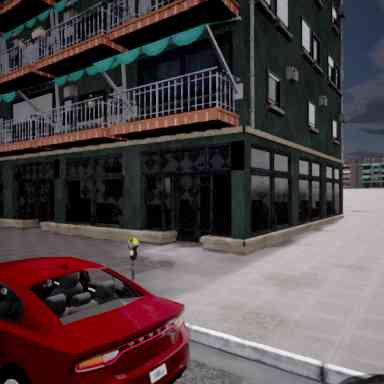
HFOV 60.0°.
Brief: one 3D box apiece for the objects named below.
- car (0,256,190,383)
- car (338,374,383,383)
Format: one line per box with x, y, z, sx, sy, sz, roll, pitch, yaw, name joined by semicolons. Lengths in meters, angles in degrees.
-2.128;1.546;4.383;4.507;1.381;1.887;0;0;35;car
2.469;1.566;1.122;4.313;1.339;1.947;0;0;35;car
